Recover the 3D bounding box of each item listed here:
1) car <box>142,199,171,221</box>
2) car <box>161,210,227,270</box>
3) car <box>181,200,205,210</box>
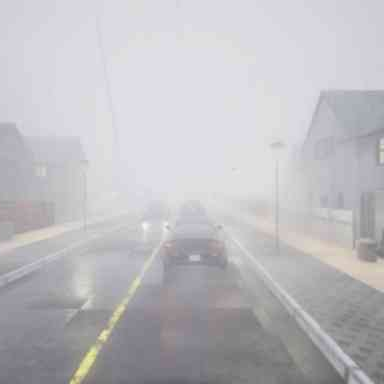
[{"bbox_3d":[-2.857,1.455,27.871,2.097,1.767,4.553,0,0,0],"label":"car"},{"bbox_3d":[0.087,1.557,10.980,1.812,1.442,4.674,0,0,0],"label":"car"},{"bbox_3d":[0.084,1.463,29.050,2.097,1.767,4.553,0,0,0],"label":"car"}]
